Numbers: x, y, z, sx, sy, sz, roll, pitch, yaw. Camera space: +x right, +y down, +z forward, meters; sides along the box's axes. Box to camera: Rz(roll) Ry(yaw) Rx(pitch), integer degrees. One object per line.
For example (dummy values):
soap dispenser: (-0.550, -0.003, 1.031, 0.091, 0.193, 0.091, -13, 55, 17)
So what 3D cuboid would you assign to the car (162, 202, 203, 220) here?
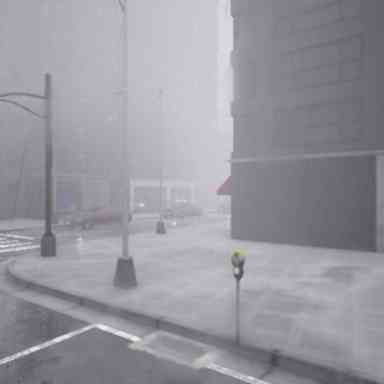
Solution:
car: (-0.788, 1.592, 28.722, 1.994, 1.385, 4.181, 0, 0, 35)

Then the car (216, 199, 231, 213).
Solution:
car: (4.432, 1.538, 36.134, 1.837, 1.490, 4.892, 0, 0, 35)

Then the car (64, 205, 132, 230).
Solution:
car: (-5.906, 1.552, 21.441, 1.812, 1.442, 4.674, 0, 0, 37)
